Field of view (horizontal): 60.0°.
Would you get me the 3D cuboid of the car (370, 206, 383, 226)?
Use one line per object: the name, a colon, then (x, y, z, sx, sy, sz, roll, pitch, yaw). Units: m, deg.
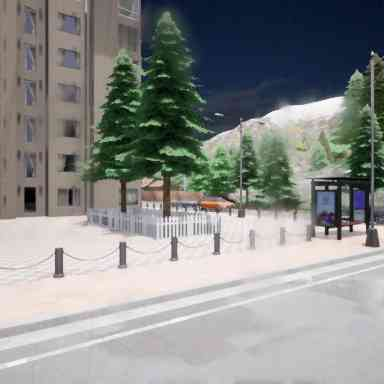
car: (14.138, 1.507, 21.552, 2.128, 1.511, 4.902, 0, 0, -35)

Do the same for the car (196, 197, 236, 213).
car: (2.900, 1.368, 37.638, 2.097, 1.767, 4.553, 0, 0, -35)

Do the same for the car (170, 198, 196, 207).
car: (-1.337, 1.616, 49.961, 1.895, 1.301, 4.718, 0, 0, -35)
